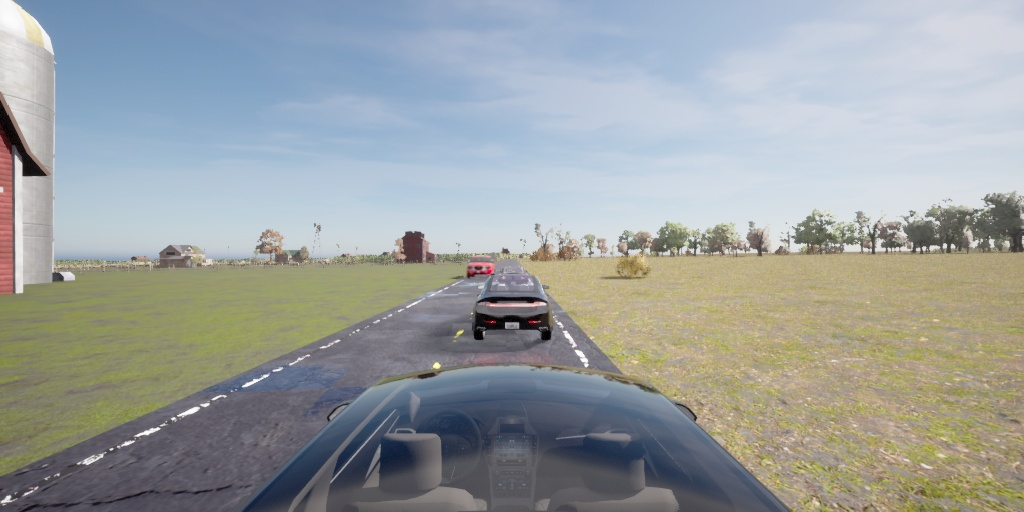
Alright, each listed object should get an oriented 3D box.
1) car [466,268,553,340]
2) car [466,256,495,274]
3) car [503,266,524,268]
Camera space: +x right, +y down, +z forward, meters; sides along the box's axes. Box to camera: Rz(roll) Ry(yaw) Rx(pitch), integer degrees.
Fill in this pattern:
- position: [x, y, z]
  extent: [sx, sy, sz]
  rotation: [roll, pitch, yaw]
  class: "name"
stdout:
- position: [0.030, 1.243, 9.920]
  extent: [2.128, 1.511, 4.902]
  rotation: [0, 0, 1]
  class: "car"
- position: [-2.741, 0.980, 32.239]
  extent: [2.150, 2.045, 5.566]
  rotation: [0, 0, 0]
  class: "car"
- position: [0.105, 1.357, 24.154]
  extent: [1.895, 1.301, 4.718]
  rotation: [0, 0, 1]
  class: "car"
